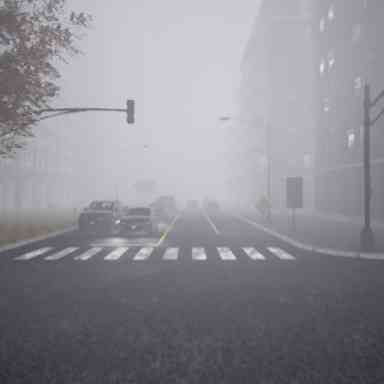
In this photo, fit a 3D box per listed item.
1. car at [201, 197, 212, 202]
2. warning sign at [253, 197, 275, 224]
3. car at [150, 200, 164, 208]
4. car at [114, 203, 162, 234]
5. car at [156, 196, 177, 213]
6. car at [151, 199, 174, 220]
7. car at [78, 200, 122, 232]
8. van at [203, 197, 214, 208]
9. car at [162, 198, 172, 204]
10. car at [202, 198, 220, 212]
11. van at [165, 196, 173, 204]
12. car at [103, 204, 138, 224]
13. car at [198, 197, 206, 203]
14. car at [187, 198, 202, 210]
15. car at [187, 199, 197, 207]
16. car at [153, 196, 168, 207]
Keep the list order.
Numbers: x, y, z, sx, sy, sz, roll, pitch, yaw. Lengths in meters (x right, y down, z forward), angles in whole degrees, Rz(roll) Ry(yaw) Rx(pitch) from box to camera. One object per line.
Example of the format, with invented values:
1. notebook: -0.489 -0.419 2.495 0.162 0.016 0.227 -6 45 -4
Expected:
1. car: 2.695 1.865 49.248 1.752 1.417 4.829 0 0 0
2. warning sign: 5.072 1.274 23.592 1.300 1.860 1.060 0 0 0
3. car: -5.685 1.947 54.603 1.947 1.339 4.313 0 0 0
4. car: -3.097 1.640 20.110 1.837 1.490 4.892 0 0 0
5. car: -3.080 1.501 40.896 2.150 2.045 5.566 0 0 -1
6. car: -3.091 1.697 30.316 2.128 1.511 4.902 0 0 0
7. car: -5.690 1.460 21.467 2.192 1.841 5.009 0 0 0
8. van: 2.696 1.721 54.603 1.690 1.788 3.998 0 0 0
9. car: -5.682 2.104 76.693 2.008 1.369 4.403 0 0 0
10. car: 2.695 1.864 43.555 1.947 1.339 4.313 0 0 0
11. van: -5.681 1.939 82.217 1.690 1.788 3.998 0 0 0
12. car: -5.689 1.749 26.989 1.947 1.339 4.313 0 0 0
13. car: 2.702 2.238 93.259 2.008 1.369 4.403 0 0 0
14. car: 0.098 1.896 50.392 2.033 1.411 5.357 0 0 0
15. car: 0.008 2.031 61.069 1.895 1.301 4.718 0 0 0
16. car: -5.684 1.738 60.126 2.192 1.841 5.009 0 0 0
